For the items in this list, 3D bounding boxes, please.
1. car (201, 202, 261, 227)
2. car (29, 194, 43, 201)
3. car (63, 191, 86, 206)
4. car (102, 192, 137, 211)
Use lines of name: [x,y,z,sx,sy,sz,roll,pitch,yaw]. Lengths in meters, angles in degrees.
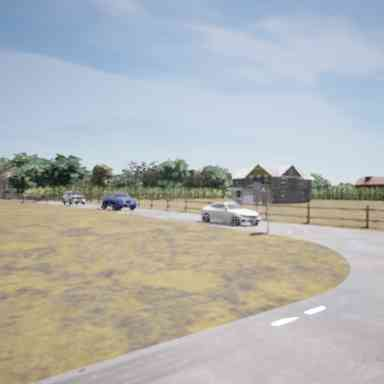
car: [2.425,1.383,21.889,1.812,1.442,4.674,2,-1,-36]
car: [-39.290,1.511,84.886,2.128,1.511,4.902,2,-1,-36]
car: [-17.925,0.901,50.432,2.150,2.045,5.566,2,-1,-36]
car: [-8.114,0.991,36.595,2.150,2.045,5.566,2,-1,-36]
